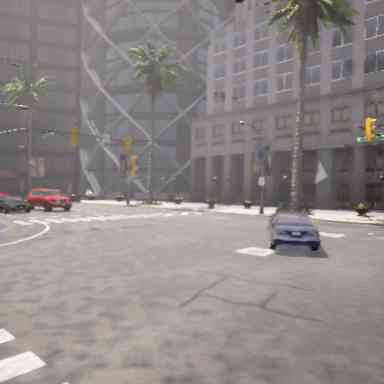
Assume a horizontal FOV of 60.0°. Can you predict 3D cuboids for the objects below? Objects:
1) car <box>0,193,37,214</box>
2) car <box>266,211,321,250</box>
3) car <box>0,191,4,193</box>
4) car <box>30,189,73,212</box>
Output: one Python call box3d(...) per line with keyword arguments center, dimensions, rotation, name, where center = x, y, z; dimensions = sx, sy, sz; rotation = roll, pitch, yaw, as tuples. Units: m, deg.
box3d(center=(-15.507, 1.055, 28.518), dimensions=(4.181, 1.385, 1.994), rotation=(1, 1, 39), name="car")
box3d(center=(4.212, 1.513, 14.249), dimensions=(2.033, 1.411, 5.357), rotation=(1, 0, 12), name="car")
box3d(center=(-22.437, 0.522, 36.705), dimensions=(5.566, 2.045, 2.150), rotation=(1, 0, 20), name="car")
box3d(center=(-13.519, 0.727, 31.470), dimensions=(5.566, 2.045, 2.150), rotation=(1, 1, 41), name="car")
